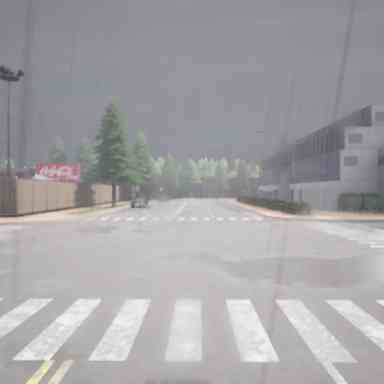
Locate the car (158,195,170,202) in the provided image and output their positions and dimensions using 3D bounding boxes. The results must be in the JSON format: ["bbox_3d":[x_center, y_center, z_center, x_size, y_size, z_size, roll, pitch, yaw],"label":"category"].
[{"bbox_3d":[-5.812,1.363,69.417,1.994,1.385,4.181,0,0,8],"label":"car"}]

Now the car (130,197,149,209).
[{"bbox_3d":[-6.718,1.425,43.084,2.128,1.511,4.902,0,1,1],"label":"car"}]
